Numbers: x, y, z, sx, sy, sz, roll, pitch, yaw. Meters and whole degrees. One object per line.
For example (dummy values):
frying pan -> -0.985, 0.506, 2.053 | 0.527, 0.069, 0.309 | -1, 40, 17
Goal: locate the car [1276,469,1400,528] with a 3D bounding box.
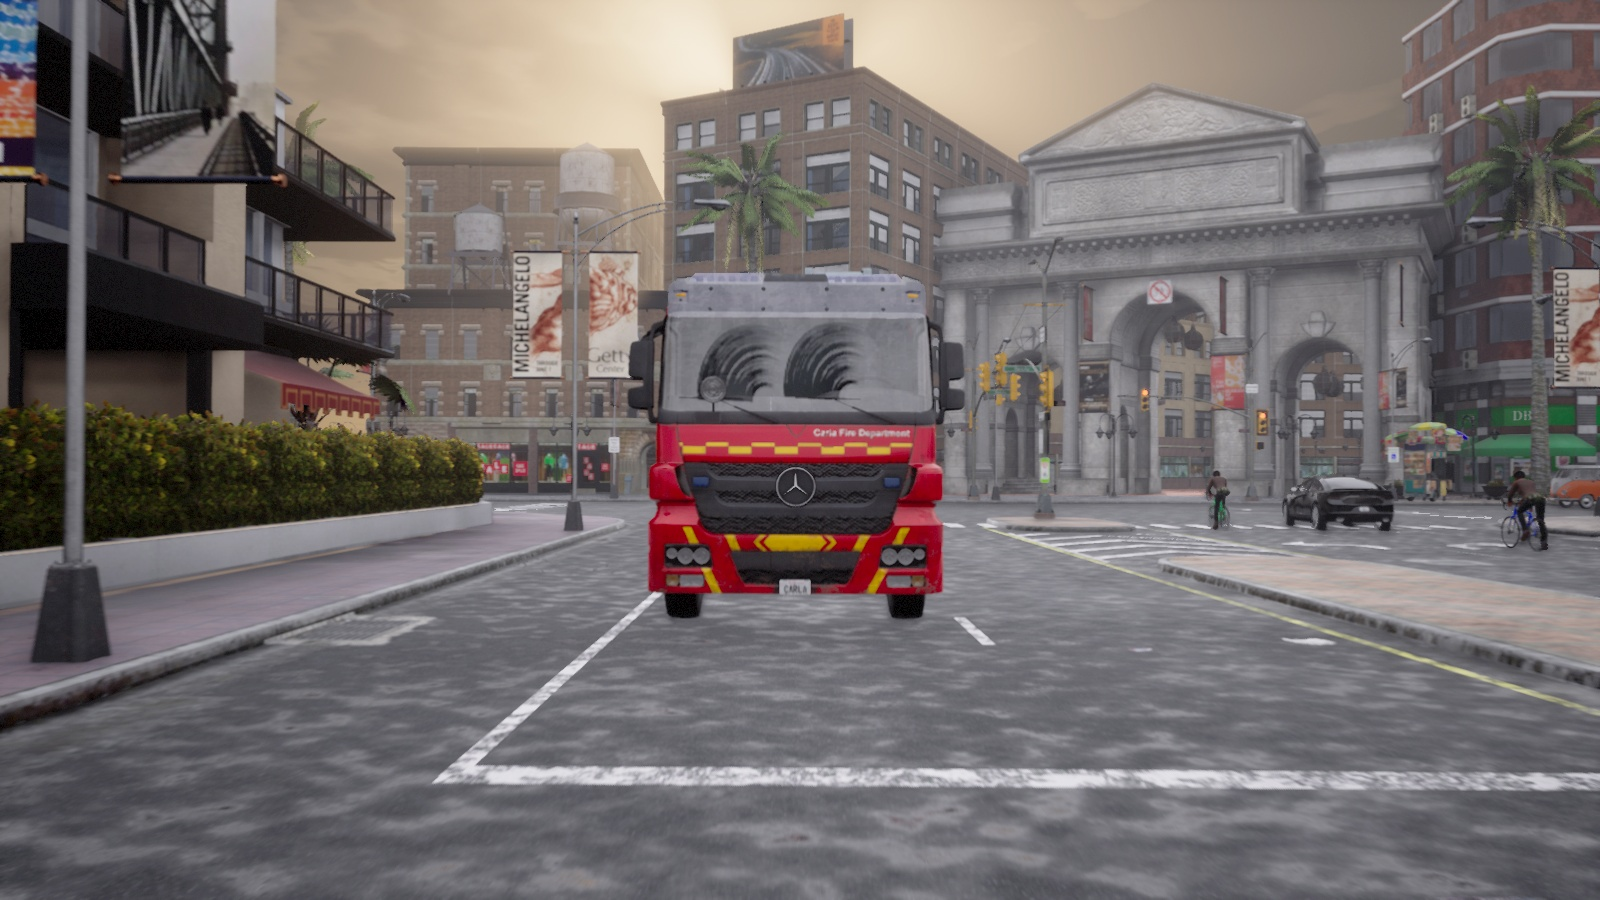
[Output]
car -> 15.224, 1.330, 35.833 | 1.882, 1.535, 5.008 | 0, -1, 7

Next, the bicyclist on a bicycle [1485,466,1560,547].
bicyclist on a bicycle -> 14.928, 1.141, 25.983 | 0.582, 1.620, 1.656 | 0, 0, 0

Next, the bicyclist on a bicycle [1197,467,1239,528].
bicyclist on a bicycle -> 11.402, 1.295, 34.316 | 0.582, 1.620, 1.656 | 0, -1, 0

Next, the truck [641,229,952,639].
truck -> -0.049, -0.083, 15.967 | 2.891, 3.827, 8.468 | 0, -1, 0

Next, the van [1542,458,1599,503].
van -> 36.651, 1.379, 57.349 | 4.442, 1.987, 1.775 | 0, -1, 0
